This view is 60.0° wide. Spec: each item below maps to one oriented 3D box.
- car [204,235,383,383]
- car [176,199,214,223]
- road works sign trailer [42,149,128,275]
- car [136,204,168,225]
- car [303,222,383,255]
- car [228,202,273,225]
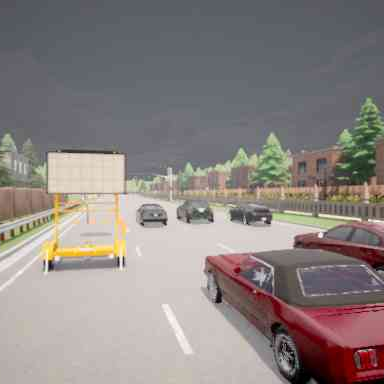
[{"bbox_3d":[1.656,1.608,5.482,1.895,1.301,4.718,0,0,-14],"label":"car"},{"bbox_3d":[0.138,1.380,26.035,2.097,1.767,4.553,0,0,-14],"label":"car"},{"bbox_3d":[-3.349,0.474,10.676,2.380,3.560,2.880,0,0,-14],"label":"road works sign trailer"},{"bbox_3d":[-2.989,1.572,24.108,2.033,1.411,5.357,0,0,-14],"label":"car"},{"bbox_3d":[4.509,1.489,8.509,1.882,1.535,5.008,0,0,-14],"label":"car"},{"bbox_3d":[4.164,1.533,24.353,1.837,1.490,4.892,0,0,-14],"label":"car"}]
